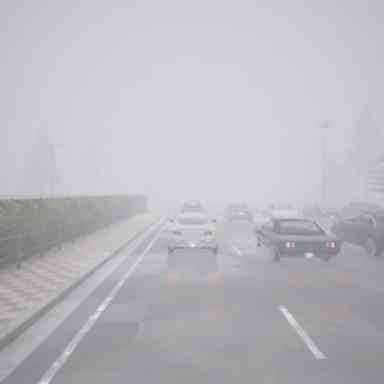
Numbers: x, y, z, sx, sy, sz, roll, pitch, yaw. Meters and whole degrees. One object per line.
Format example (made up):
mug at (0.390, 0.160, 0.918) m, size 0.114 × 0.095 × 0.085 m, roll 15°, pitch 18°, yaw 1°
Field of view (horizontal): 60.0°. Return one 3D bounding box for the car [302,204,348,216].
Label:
car at (10.530, 1.606, 27.168) m, size 1.895 × 1.301 × 4.718 m, roll 0°, pitch 0°, yaw 0°

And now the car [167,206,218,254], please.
car at (0.044, 1.528, 13.439) m, size 1.812 × 1.442 × 4.674 m, roll 0°, pitch 0°, yaw 1°

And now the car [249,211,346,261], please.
car at (3.532, 1.603, 12.164) m, size 1.895 × 1.301 × 4.718 m, roll 0°, pitch 0°, yaw 1°

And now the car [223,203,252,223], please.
car at (3.516, 1.552, 25.605) m, size 2.033 × 1.411 × 5.357 m, roll 0°, pitch 0°, yaw 0°

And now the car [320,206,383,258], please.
car at (7.039, 1.495, 12.781) m, size 2.128 × 1.511 × 4.902 m, roll 0°, pitch 0°, yaw 1°

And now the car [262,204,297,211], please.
car at (7.030, 1.606, 27.164) m, size 1.895 × 1.301 × 4.718 m, roll 0°, pitch 0°, yaw 0°

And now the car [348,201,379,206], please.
car at (14.036, 1.512, 27.803) m, size 1.837 × 1.490 × 4.892 m, roll 0°, pitch 0°, yaw 1°

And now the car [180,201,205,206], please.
car at (0.035, 1.497, 27.770) m, size 2.128 × 1.511 × 4.902 m, roll 0°, pitch 0°, yaw 0°
